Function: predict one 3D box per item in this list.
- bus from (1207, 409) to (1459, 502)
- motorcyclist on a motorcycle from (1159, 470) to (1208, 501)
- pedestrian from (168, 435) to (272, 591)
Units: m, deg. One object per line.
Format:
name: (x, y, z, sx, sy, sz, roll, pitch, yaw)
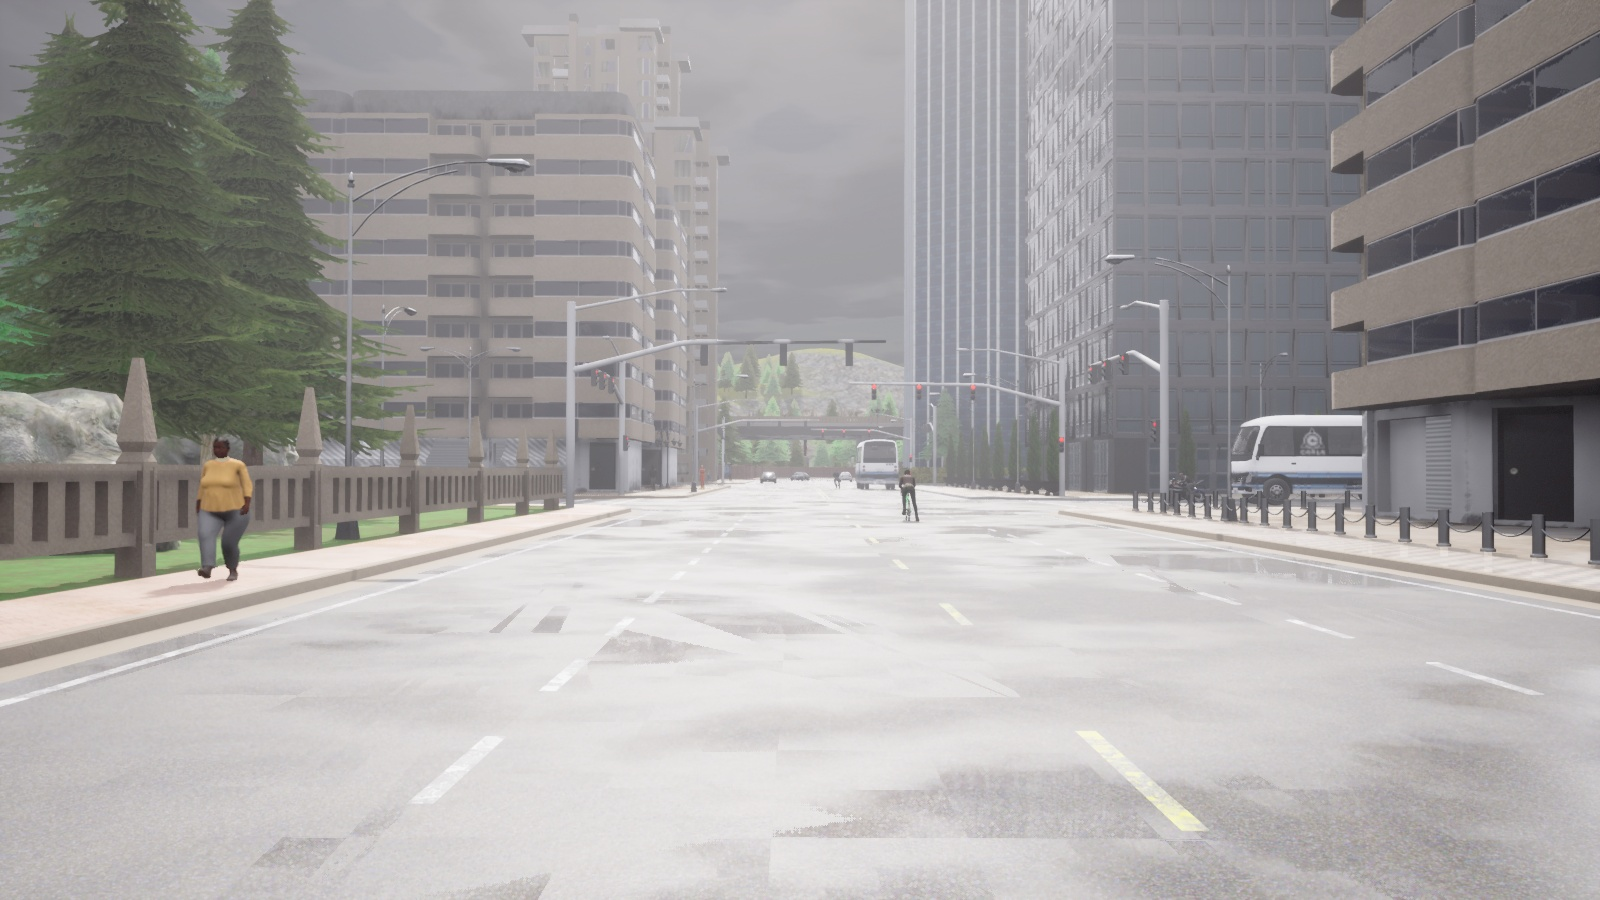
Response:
bus: (25.076, 0.280, 59.561, 10.273, 4.253, 3.944, 0, -1, 0)
motorcyclist on a motorcycle: (19.262, 1.773, 63.053, 2.191, 1.530, 0.866, 0, -1, 0)
pedestrian: (-7.128, 0.761, 15.484, 0.874, 1.855, 0.900, 0, -1, -2)
